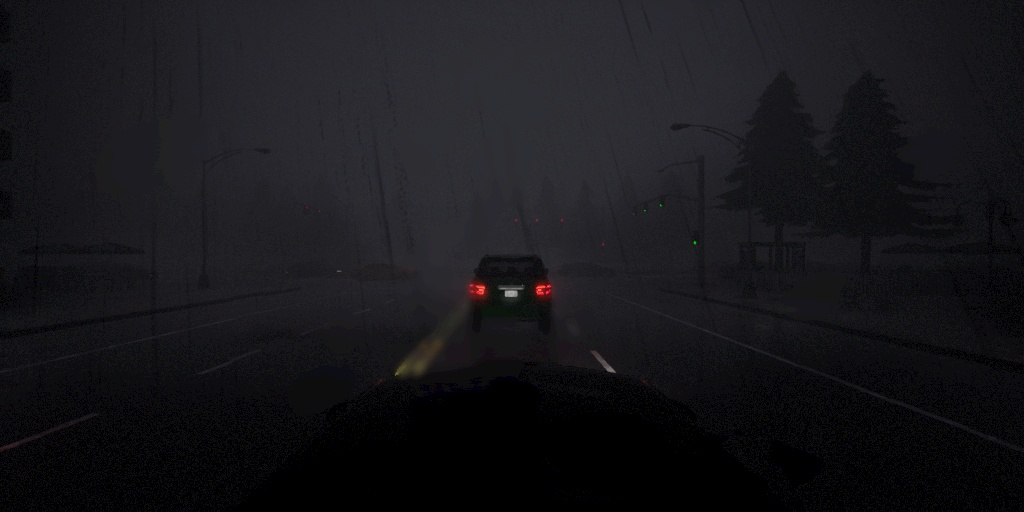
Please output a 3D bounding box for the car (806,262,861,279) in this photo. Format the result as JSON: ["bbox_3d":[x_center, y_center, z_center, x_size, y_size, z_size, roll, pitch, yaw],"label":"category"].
[{"bbox_3d":[26.339,1.242,31.045,5.357,1.411,2.033,0,0,0],"label":"car"}]

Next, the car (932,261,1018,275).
[{"bbox_3d":[42.803,1.186,33.619,4.902,1.511,2.128,0,0,13],"label":"car"}]

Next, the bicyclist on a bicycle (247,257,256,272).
[{"bbox_3d":[-30.106,0.995,41.533,0.582,1.620,1.656,0,0,-1],"label":"bicyclist on a bicycle"}]

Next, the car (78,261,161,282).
[{"bbox_3d":[-29.212,1.258,26.977,4.181,1.385,1.994,0,0,-1],"label":"car"}]

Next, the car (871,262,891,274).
[{"bbox_3d":[32.691,1.242,34.680,5.357,1.411,2.033,0,0,1],"label":"car"}]

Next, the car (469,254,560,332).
[{"bbox_3d":[-0.022,0.971,11.024,2.150,2.045,5.566,0,0,0],"label":"car"}]

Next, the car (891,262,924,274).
[{"bbox_3d":[39.727,1.295,37.662,4.718,1.301,1.895,0,0,7],"label":"car"}]

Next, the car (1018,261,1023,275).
[{"bbox_3d":[49.335,1.199,35.419,4.892,1.490,1.837,0,0,20],"label":"car"}]

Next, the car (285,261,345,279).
[{"bbox_3d":[-16.649,1.200,30.658,4.892,1.490,1.837,0,0,-1],"label":"car"}]

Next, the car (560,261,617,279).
[{"bbox_3d":[6.505,1.217,30.867,4.892,1.490,1.837,0,0,-1],"label":"car"}]

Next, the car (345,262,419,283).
[{"bbox_3d":[-9.586,1.207,27.222,5.008,1.535,1.882,0,0,-1],"label":"car"}]

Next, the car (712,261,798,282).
[{"bbox_3d":[18.535,1.172,27.476,5.008,1.535,1.882,0,0,-1],"label":"car"}]

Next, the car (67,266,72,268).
[{"bbox_3d":[-34.305,1.172,30.311,5.008,1.535,1.882,0,0,-3],"label":"car"}]

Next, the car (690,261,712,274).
[{"bbox_3d":[21.491,1.220,38.176,4.674,1.442,1.812,0,0,0],"label":"car"}]
